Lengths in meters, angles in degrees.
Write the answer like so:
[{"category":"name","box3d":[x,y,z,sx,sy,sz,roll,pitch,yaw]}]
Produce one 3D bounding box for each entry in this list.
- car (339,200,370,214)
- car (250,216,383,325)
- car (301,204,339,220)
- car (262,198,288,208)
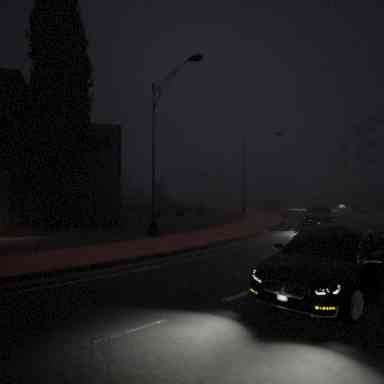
[{"category":"car","box3d":[18.265,1.604,37.831,2.128,1.511,4.902,0,0,-1]},{"category":"car","box3d":[3.143,1.526,7.357,1.837,1.490,4.892,1,0,42]},{"category":"car","box3d":[8.180,1.564,21.359,1.837,1.490,4.892,1,0,22]},{"category":"car","box3d":[12.577,1.643,50.520,2.128,1.511,4.902,0,0,-19]}]
